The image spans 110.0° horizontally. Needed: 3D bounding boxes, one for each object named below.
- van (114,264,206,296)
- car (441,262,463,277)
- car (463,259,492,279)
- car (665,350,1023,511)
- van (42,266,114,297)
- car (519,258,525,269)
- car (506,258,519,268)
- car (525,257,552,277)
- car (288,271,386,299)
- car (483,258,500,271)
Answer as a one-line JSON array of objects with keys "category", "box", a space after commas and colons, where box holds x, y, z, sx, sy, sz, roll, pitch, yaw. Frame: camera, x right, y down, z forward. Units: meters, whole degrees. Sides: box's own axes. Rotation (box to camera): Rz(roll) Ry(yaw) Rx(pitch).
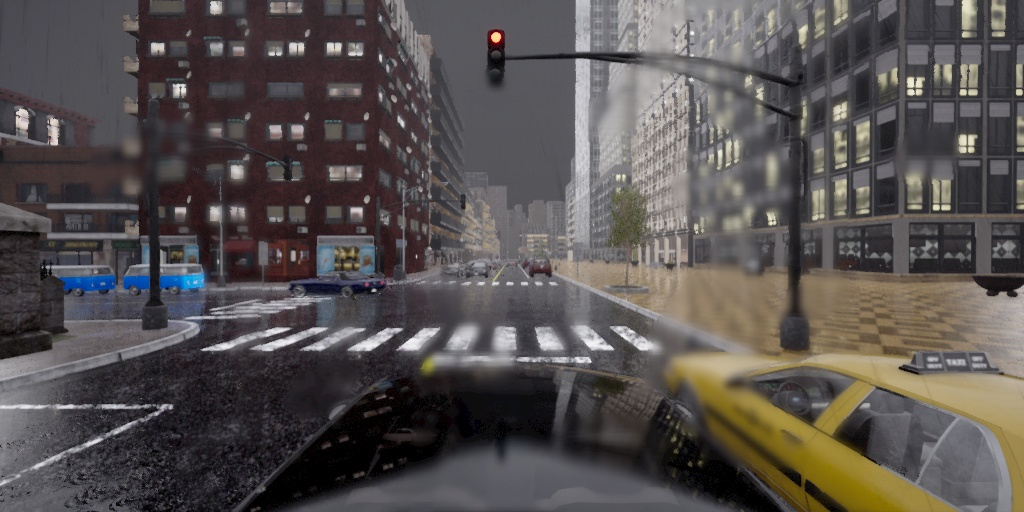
[{"category": "van", "box": [-20.762, 1.382, 21.474, 3.998, 1.789, 1.690, 0, 0, -1]}, {"category": "car", "box": [-5.681, 1.295, 34.710, 2.007, 1.370, 4.403, 0, 0, 0]}, {"category": "car", "box": [-3.090, 1.270, 33.160, 1.812, 1.442, 4.674, 0, 0, 0]}, {"category": "car", "box": [2.689, 1.275, 2.465, 1.751, 1.417, 4.829, 0, 0, 0]}, {"category": "van", "box": [-26.300, 1.473, 21.425, 3.998, 1.789, 1.690, 0, 0, -1]}, {"category": "car", "box": [2.705, 1.075, 56.812, 2.192, 1.841, 5.009, 0, 0, 0]}, {"category": "car", "box": [0.016, 1.259, 63.484, 2.128, 1.511, 4.902, 0, 0, 0]}, {"category": "car", "box": [2.698, 1.059, 34.707, 2.192, 1.841, 5.009, 0, 0, 0]}, {"category": "car", "box": [-9.112, 1.464, 18.646, 4.718, 1.301, 1.895, -1, 0, 16]}, {"category": "car", "box": [-3.077, 1.317, 49.015, 1.994, 1.385, 4.181, 0, 0, 0]}]
